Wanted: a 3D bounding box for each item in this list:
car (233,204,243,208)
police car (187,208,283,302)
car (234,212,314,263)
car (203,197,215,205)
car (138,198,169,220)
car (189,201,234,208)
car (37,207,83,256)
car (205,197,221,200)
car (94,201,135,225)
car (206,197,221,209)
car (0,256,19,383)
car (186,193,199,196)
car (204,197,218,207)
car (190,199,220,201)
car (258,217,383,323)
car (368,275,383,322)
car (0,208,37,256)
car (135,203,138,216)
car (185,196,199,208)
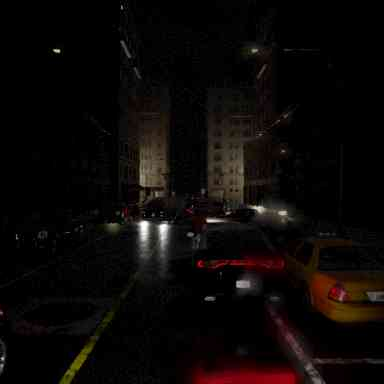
[{"bbox_3d":[2.881,1.559,18.281,1.947,1.339,4.313,-1,0,0],"label":"car"},{"bbox_3d":[0.908,1.423,8.449,1.930,1.638,5.238,0,0,0],"label":"police car"},{"bbox_3d":[2.872,1.561,12.695,1.947,1.339,4.313,-1,0,0],"label":"car"},{"bbox_3d":[2.941,1.544,57.382,1.802,1.307,4.206,-1,0,0],"label":"car"},{"bbox_3d":[-2.967,1.493,27.712,1.837,1.490,4.892,0,0,0],"label":"car"},{"bbox_3d":[0.921,1.471,18.340,1.882,1.535,5.008,0,0,0],"label":"car"},{"bbox_3d":[-5.664,1.436,12.707,1.967,1.590,4.097,-1,0,0],"label":"car"},{"bbox_3d":[2.915,1.530,40.625,2.008,1.369,4.403,-1,0,0],"label":"car"},{"bbox_3d":[-5.649,1.431,23.878,1.967,1.590,4.097,-1,0,0],"label":"car"},{"bbox_3d":[2.924,1.499,46.380,1.752,1.417,4.829,-1,0,0],"label":"car"},{"bbox_3d":[-3.099,1.563,2.232,1.994,1.385,4.181,0,0,0],"label":"car"},{"bbox_3d":[0.075,1.182,59.545,2.150,2.045,5.566,0,0,0],"label":"car"},{"bbox_3d":[2.933,1.534,51.797,1.947,1.339,4.313,-1,0,0],"label":"car"},{"bbox_3d":[0.928,1.496,24.340,1.837,1.490,4.892,0,0,0],"label":"car"},{"bbox_3d":[2.864,1.523,7.280,1.752,1.417,4.829,-1,0,0],"label":"car"},{"bbox_3d":[2.856,1.581,1.523,1.802,1.307,4.206,-1,0,0],"label":"car"},{"bbox_3d":[-5.673,1.313,7.121,2.192,1.841,5.009,-1,0,0],"label":"car"},{"bbox_3d":[-5.640,1.570,29.464,1.802,1.307,4.206,-1,0,0],"label":"car"},{"bbox_3d":[0.075,1.575,46.267,1.895,1.301,4.718,0,0,1],"label":"car"}]
